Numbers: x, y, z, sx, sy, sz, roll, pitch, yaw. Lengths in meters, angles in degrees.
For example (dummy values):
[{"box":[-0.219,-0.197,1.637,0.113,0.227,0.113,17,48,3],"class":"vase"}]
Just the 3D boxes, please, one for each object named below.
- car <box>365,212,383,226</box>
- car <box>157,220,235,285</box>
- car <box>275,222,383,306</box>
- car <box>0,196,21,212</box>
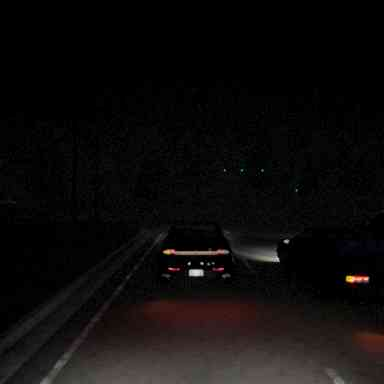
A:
[{"box":[7.111,1.433,11.240,2.097,1.767,4.553,0,-1,0],"class":"car"},{"box":[0.105,1.563,9.674,2.128,1.511,4.902,0,0,0],"class":"car"},{"box":[3.600,1.609,8.371,2.033,1.411,5.357,0,0,0],"class":"car"},{"box":[-25.691,1.538,44.006,5.566,2.045,2.150,0,0,0],"class":"car"}]
